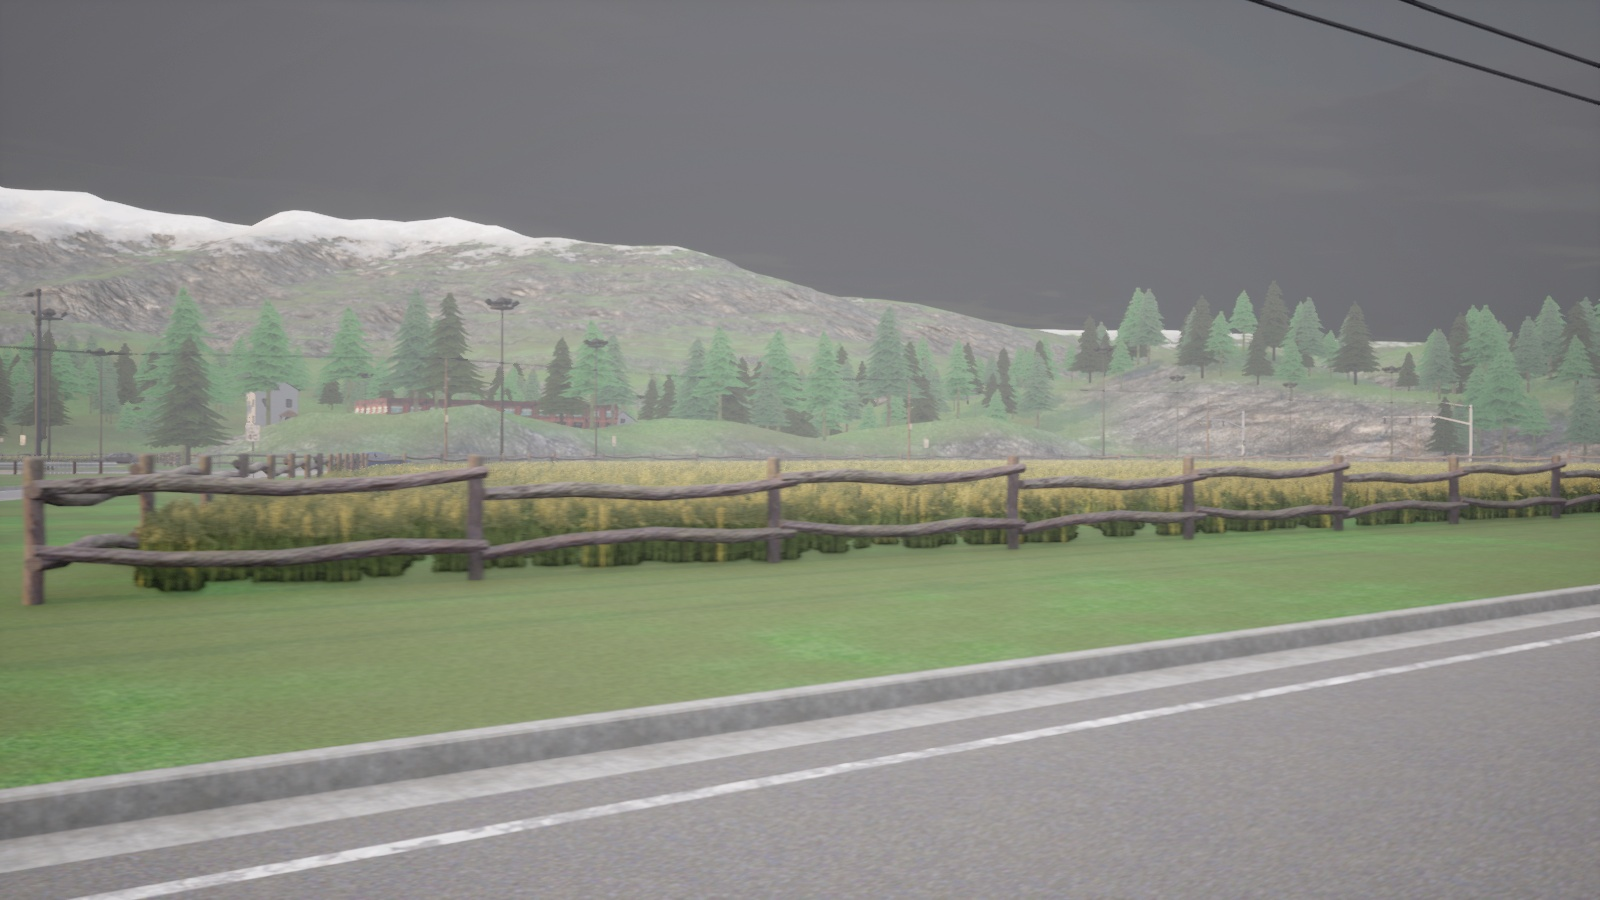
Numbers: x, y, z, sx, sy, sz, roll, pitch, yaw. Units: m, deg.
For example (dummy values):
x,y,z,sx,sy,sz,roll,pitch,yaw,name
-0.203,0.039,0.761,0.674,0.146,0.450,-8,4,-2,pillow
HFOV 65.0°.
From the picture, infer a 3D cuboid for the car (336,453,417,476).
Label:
x,y,z,sx,sy,sz,roll,pitch,yaw,name
-29.563,0.986,87.714,5.008,1.535,1.882,0,0,-36,car
